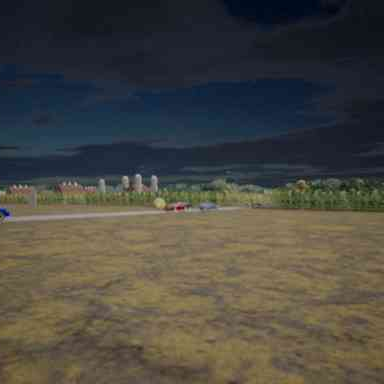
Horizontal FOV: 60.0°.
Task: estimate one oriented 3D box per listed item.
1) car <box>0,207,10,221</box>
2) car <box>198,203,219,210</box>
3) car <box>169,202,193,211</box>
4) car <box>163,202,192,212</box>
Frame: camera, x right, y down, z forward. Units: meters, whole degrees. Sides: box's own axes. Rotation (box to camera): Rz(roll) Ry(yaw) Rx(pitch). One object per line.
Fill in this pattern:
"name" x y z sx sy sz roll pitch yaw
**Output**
"car" -20.157 1.729 31.057 2.150 2.045 5.566 0 -1 36
"car" 3.184 2.726 63.745 2.033 1.411 5.357 0 -1 36
"car" -1.961 2.606 61.272 1.882 1.535 5.008 0 -1 36
"car" -2.628 2.616 55.523 1.895 1.301 4.718 0 -1 36
